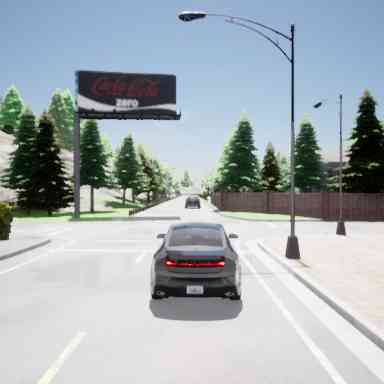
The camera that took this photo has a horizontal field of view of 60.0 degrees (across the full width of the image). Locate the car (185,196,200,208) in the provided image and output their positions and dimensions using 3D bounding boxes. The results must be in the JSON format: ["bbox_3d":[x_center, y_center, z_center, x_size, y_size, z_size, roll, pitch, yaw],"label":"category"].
[{"bbox_3d":[0.118,1.339,48.303,2.097,1.767,4.553,0,0,0],"label":"car"}]

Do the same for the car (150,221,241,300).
[{"bbox_3d":[0.125,1.503,8.362,1.837,1.490,4.892,0,0,2],"label":"car"}]
